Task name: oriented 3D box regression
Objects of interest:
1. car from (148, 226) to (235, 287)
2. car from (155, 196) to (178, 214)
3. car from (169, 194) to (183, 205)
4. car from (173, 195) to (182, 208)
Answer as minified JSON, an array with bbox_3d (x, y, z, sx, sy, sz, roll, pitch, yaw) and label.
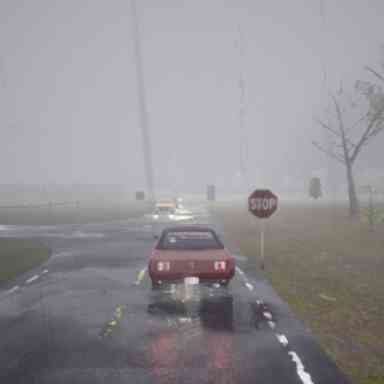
[{"bbox_3d":[-0.119,1.601,9.300,1.895,1.301,4.718,0,0,-3],"label":"car"},{"bbox_3d":[-2.826,1.473,35.901,1.882,1.535,5.008,0,0,0],"label":"car"},{"bbox_3d":[-2.784,1.337,57.989,2.097,1.767,4.553,0,0,0],"label":"car"},{"bbox_3d":[-2.812,1.496,46.039,1.837,1.490,4.892,0,0,0],"label":"car"}]
